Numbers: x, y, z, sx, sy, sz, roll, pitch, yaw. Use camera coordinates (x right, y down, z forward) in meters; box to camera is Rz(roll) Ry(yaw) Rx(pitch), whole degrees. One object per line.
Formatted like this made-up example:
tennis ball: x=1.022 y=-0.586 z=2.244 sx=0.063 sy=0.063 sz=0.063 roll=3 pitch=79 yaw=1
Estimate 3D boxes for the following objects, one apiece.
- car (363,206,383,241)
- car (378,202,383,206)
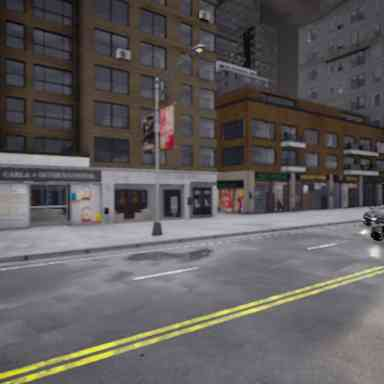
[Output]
car: x=9.668 y=1.451 z=14.557 sx=4.181 sy=1.385 sz=1.994 roll=0 pitch=0 yaw=-35
car: x=12.444 y=1.355 z=20.501 sx=4.892 sy=1.490 sz=1.837 roll=0 pitch=0 yaw=-35
